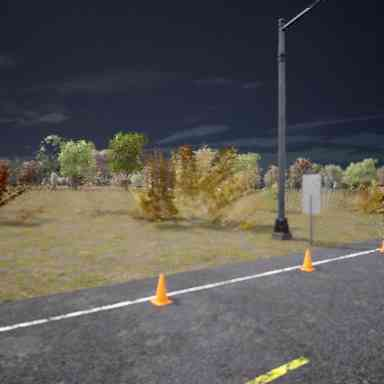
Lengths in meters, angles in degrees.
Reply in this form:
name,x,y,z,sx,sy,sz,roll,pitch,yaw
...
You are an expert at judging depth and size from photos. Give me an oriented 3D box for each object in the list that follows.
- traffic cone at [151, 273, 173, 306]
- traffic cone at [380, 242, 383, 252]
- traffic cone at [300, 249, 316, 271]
name,x,y,z,sx,sy,sz,roll,pitch,yaw
traffic cone,-0.614,1.966,6.822,0.340,0.580,0.340,0,0,-36
traffic cone,7.400,1.984,12.721,0.340,0.580,0.340,0,0,-37
traffic cone,3.404,1.975,9.755,0.340,0.580,0.340,0,0,-36
